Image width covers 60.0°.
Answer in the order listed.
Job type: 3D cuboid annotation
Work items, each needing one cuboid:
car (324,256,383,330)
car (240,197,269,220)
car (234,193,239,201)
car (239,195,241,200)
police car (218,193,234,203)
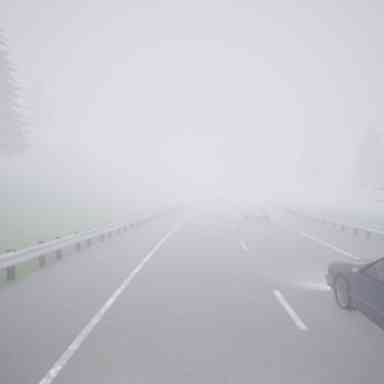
[{"bbox_3d":[3.680,1.533,4.608,2.033,1.411,5.357,0,0,1],"label":"car"},{"bbox_3d":[4.998,1.422,26.462,1.812,1.442,4.674,0,0,5],"label":"car"},{"bbox_3d":[8.561,1.237,72.360,1.812,1.442,4.674,0,0,15],"label":"car"},{"bbox_3d":[10.152,1.040,78.098,2.097,1.767,4.553,0,0,16],"label":"car"},{"bbox_3d":[6.189,1.173,62.784,1.930,1.638,5.238,0,0,13],"label":"police car"}]
